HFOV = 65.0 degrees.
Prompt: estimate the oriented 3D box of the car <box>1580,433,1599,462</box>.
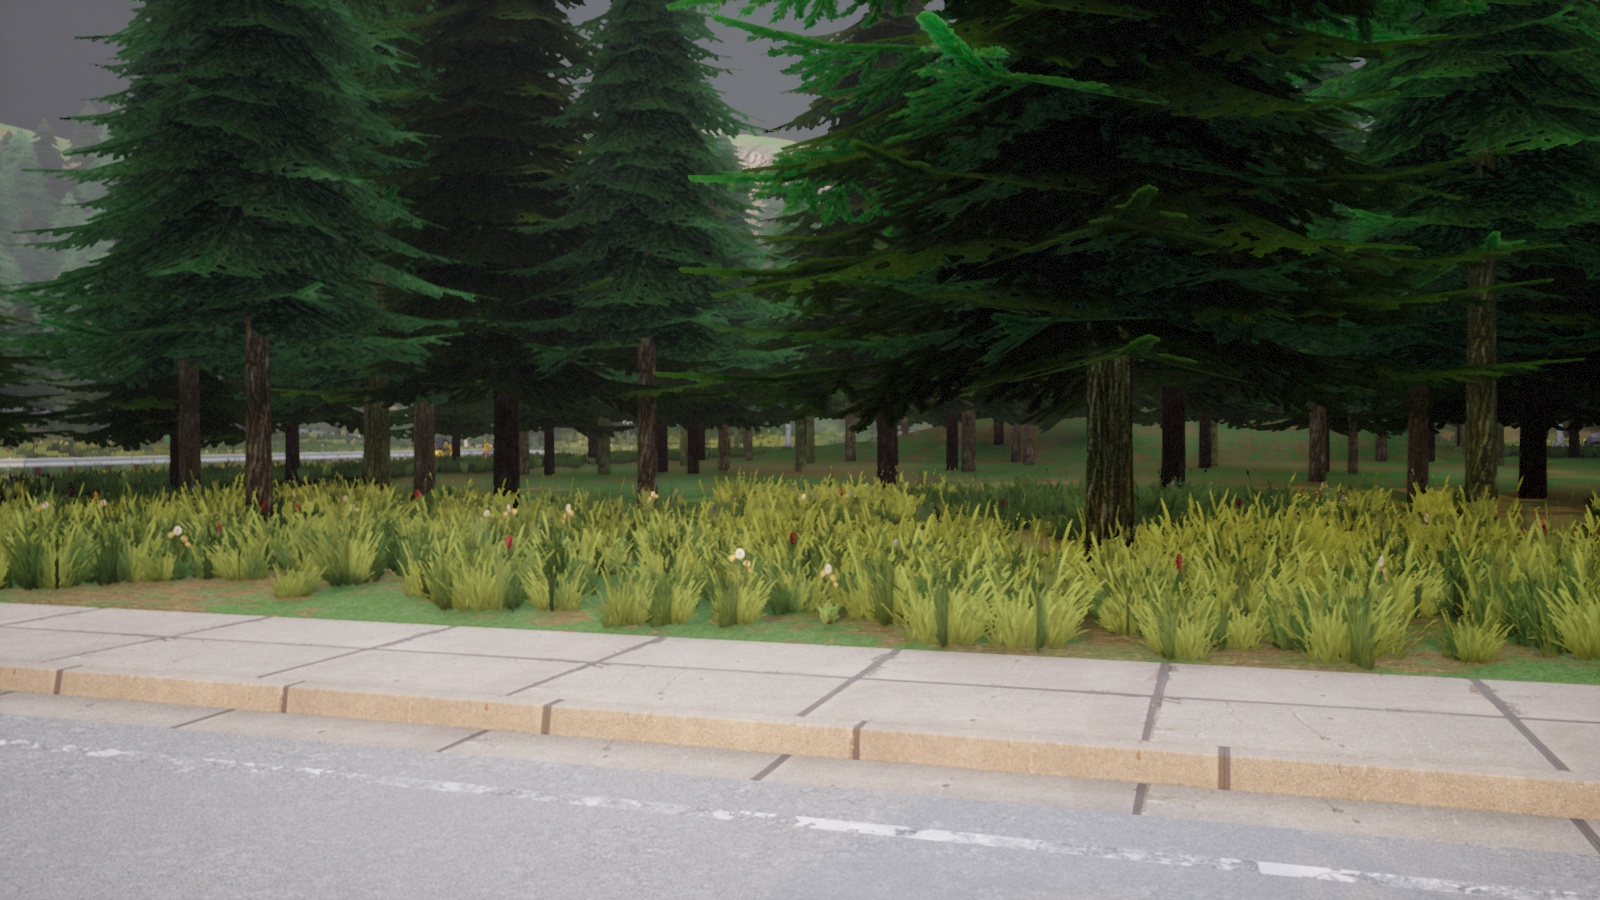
[{"bbox_3d":[43.564,-0.122,65.267,1.837,1.490,4.892,0,1,-25],"label":"car"}]
